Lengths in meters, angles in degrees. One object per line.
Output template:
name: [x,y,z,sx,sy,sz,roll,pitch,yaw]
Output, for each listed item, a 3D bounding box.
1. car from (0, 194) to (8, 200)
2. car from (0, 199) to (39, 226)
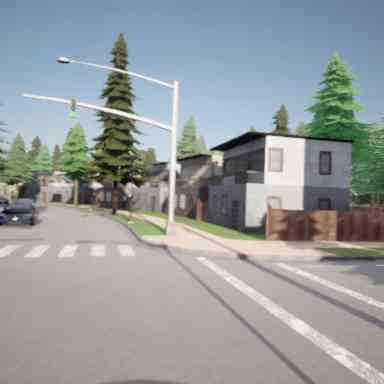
car: [-26.276,1.066,45.034,4.902,1.511,2.128,1,-1,45]
car: [-11.096,1.397,21.523,1.994,1.385,4.181,2,-1,-20]
